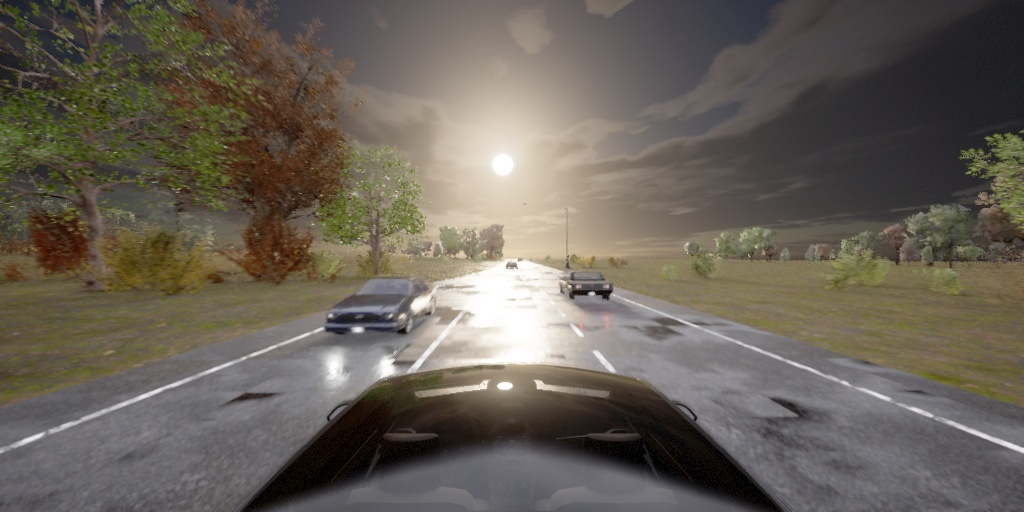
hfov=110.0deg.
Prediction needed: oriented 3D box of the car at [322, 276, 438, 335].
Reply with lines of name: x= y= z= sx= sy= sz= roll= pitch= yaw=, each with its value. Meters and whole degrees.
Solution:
car: x=-3.558 y=1.313 z=10.869 sx=2.033 sy=1.411 sz=5.357 roll=0 pitch=0 yaw=-1

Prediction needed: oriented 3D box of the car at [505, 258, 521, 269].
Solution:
car: x=-0.054 y=1.399 z=57.448 sx=1.994 sy=1.385 sz=4.181 roll=0 pitch=0 yaw=1

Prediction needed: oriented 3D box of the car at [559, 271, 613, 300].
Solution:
car: x=3.498 y=1.376 z=17.889 sx=1.895 sy=1.301 sz=4.718 roll=0 pitch=0 yaw=0
